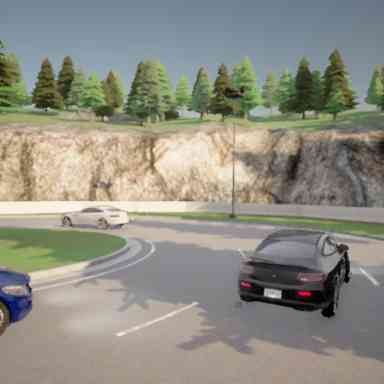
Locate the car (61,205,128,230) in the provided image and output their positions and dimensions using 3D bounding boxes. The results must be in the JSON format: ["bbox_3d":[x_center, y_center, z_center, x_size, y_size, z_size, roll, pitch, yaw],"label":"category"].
[{"bbox_3d":[-6.485,1.657,22.202,4.674,1.442,1.812,0,-1,22],"label":"car"}]

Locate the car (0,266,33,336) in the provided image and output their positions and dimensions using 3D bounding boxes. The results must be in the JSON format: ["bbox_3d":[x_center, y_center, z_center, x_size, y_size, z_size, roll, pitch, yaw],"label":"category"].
[{"bbox_3d":[-4.837,1.528,4.719,4.674,1.442,1.812,1,0,-36],"label":"car"}]

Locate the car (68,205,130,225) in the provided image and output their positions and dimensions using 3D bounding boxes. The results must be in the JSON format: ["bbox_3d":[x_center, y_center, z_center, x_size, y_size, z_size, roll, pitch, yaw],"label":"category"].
[{"bbox_3d":[-7.216,1.720,25.913,4.181,1.385,1.994,0,-1,13],"label":"car"}]

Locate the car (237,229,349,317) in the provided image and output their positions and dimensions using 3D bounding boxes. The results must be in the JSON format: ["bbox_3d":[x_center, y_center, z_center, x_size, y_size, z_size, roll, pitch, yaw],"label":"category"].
[{"bbox_3d":[2.506,1.605,7.742,1.812,1.442,4.674,1,0,29],"label":"car"}]
